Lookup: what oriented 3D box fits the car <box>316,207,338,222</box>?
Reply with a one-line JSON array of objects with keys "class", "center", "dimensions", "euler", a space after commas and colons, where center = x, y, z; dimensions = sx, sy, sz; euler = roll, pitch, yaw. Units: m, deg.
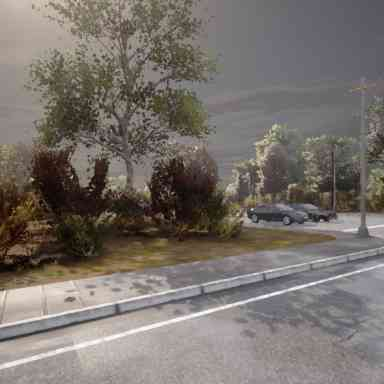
[{"class": "car", "center": [8.988, 1.640, 27.145], "dimensions": [2.033, 1.411, 5.357], "euler": [0, -1, -39]}]

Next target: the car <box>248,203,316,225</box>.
[{"class": "car", "center": [6.328, 1.596, 24.820], "dimensions": [1.837, 1.490, 4.892], "euler": [0, -1, -39]}]

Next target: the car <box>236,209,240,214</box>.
[{"class": "car", "center": [2.361, 1.468, 34.888], "dimensions": [2.150, 2.045, 5.566], "euler": [0, -1, -43]}]
